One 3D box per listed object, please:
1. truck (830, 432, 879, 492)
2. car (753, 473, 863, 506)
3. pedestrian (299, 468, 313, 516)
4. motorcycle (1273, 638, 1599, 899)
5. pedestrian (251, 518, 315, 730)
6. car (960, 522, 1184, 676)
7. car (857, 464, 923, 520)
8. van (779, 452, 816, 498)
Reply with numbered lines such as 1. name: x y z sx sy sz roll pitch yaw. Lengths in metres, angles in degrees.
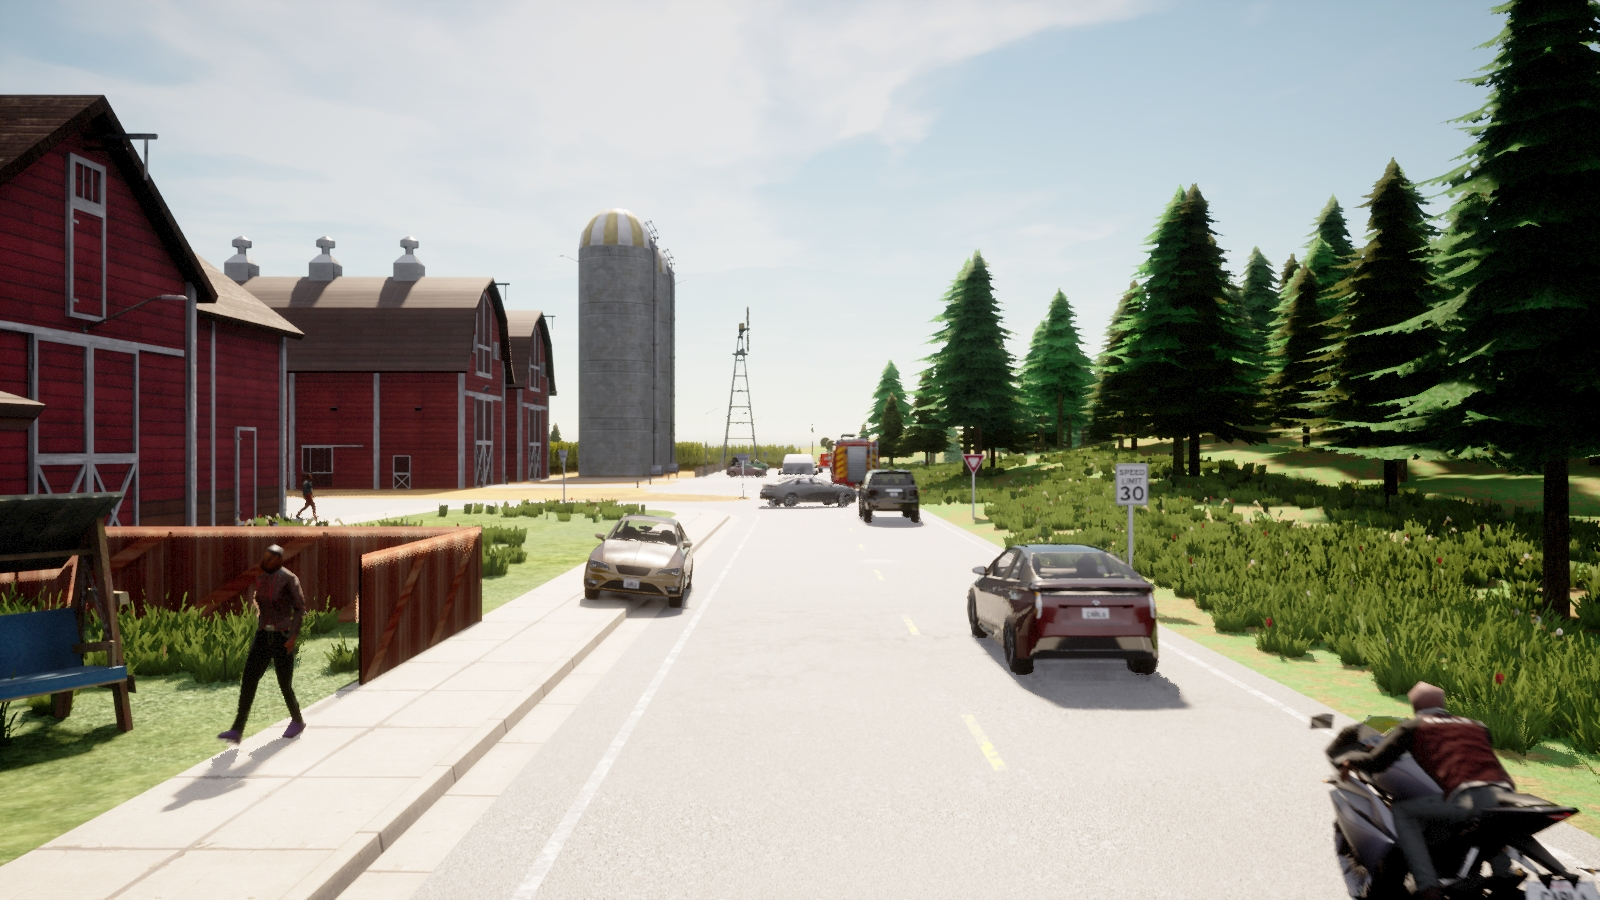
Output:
1. truck: 3.560 0.750 76.205 2.891 3.827 8.468 0 0 0
2. car: 0.400 1.874 55.305 4.902 1.511 2.128 1 0 -28
3. pedestrian: -19.140 1.616 44.285 0.375 1.860 0.375 0 0 -5
4. motorcycle: 3.526 1.961 6.362 0.867 1.460 2.209 0 0 0
5. pedestrian: -4.677 1.555 10.348 0.375 1.860 0.375 0 0 14
6. car: 3.519 1.900 15.714 2.007 1.525 4.514 0 0 0
7. car: 3.550 1.639 46.092 2.150 2.045 5.566 0 0 0
8. van: -0.075 1.394 67.289 1.988 2.561 5.915 0 0 2
